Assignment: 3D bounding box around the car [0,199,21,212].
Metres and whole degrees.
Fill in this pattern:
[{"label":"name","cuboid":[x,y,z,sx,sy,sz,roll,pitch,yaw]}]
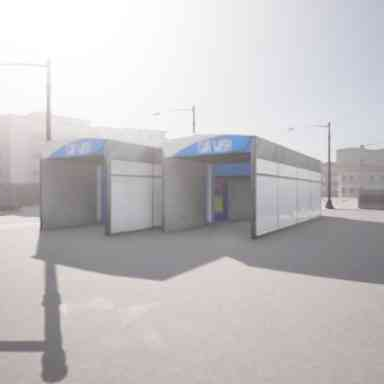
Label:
[{"label":"car","cuboid":[-20.630,1.485,35.588,1.994,1.385,4.181,0,0,37]}]
